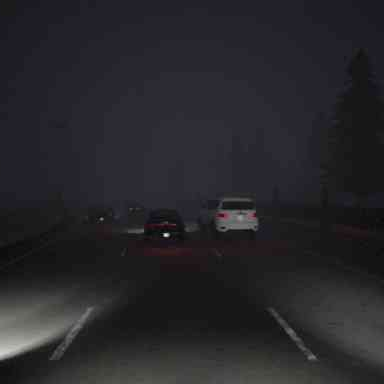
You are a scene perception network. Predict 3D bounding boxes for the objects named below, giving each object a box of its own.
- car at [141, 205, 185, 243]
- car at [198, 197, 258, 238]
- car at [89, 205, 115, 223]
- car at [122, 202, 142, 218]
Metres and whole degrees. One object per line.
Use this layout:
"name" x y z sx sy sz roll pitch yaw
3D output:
"car" -1.465 1.578 16.540 1.837 1.490 4.892 0 0 -9
"car" 1.815 1.297 18.297 2.150 2.045 5.566 0 0 -10
"car" -7.246 1.726 26.705 1.895 1.301 4.718 0 0 -15
"car" -6.202 1.706 35.048 2.033 1.411 5.357 0 0 -20
